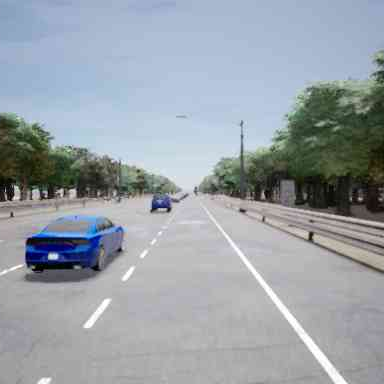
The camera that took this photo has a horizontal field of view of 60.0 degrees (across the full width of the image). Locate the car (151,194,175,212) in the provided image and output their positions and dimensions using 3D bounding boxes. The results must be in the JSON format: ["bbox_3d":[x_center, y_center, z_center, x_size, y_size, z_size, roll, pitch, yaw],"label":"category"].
[{"bbox_3d":[-3.489,1.235,38.818,2.150,2.045,5.566,0,0,0],"label":"car"}]

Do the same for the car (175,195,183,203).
[{"bbox_3d":[-3.447,1.645,69.994,1.895,1.301,4.718,0,0,0],"label":"car"}]

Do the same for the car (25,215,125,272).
[{"bbox_3d":[-3.500,1.481,10.864,1.882,1.535,5.008,0,0,0],"label":"car"}]

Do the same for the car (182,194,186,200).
[{"bbox_3d":[-3.350,1.681,94.125,1.895,1.301,4.718,0,0,0],"label":"car"}]
